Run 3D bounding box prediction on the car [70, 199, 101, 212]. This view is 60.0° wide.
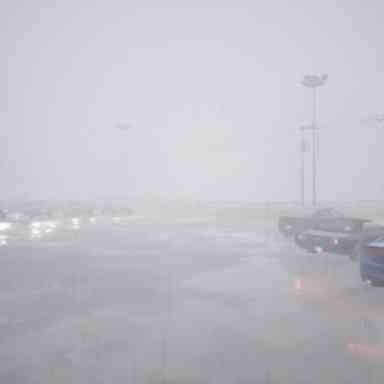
[{"bbox_3d":[-13.081,1.555,40.644,2.033,1.411,5.357,0,0,-36],"label":"car"}]

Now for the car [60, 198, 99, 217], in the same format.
[{"bbox_3d":[-10.851,1.511,31.558,1.837,1.490,4.892,0,0,-36],"label":"car"}]

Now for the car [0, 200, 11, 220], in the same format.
[{"bbox_3d":[-16.462,1.604,27.363,1.895,1.301,4.718,0,0,-36],"label":"car"}]

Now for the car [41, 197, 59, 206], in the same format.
[{"bbox_3d":[-23.765,1.535,55.476,1.812,1.442,4.674,0,0,-35],"label":"car"}]

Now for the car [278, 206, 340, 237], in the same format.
[{"bbox_3d":[6.541,1.484,17.012,5.008,1.535,1.882,0,0,-35],"label":"car"}]

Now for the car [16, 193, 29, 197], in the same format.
[{"bbox_3d":[-28.439,1.229,56.004,2.150,2.045,5.566,0,0,-36],"label":"car"}]

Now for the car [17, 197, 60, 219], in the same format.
[{"bbox_3d":[-13.712,1.496,29.539,2.128,1.511,4.902,0,0,-36],"label":"car"}]

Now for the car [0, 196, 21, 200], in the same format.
[{"bbox_3d":[-24.753,1.570,44.867,1.994,1.385,4.181,0,0,-35],"label":"car"}]

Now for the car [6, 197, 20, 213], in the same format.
[{"bbox_3d":[-18.920,1.569,36.736,1.994,1.385,4.181,0,0,-37],"label":"car"}]

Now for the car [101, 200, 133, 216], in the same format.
[{"bbox_3d":[-7.477,1.533,32.869,1.812,1.442,4.674,0,0,-36],"label":"car"}]

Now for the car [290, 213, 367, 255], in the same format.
[{"bbox_3d":[6.015,1.606,12.334,4.718,1.301,1.895,0,0,-36],"label":"car"}]

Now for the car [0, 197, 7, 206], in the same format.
[{"bbox_3d":[-32.122,1.570,55.116,1.994,1.385,4.181,0,0,-36],"label":"car"}]

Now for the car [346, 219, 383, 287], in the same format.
[{"bbox_3d":[6.054,1.482,8.065,5.008,1.535,1.882,0,0,-35],"label":"car"}]

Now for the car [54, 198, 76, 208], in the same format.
[{"bbox_3d":[-18.461,1.572,48.129,1.994,1.385,4.181,0,0,-36],"label":"car"}]

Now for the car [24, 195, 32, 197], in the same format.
[{"bbox_3d":[-22.169,1.571,47.278,1.994,1.385,4.181,0,0,-36],"label":"car"}]
